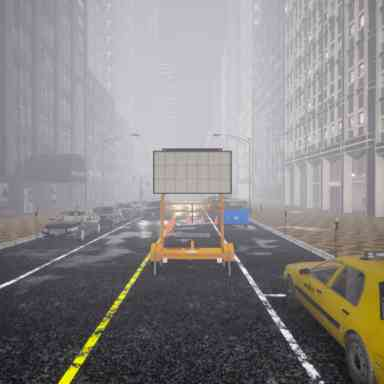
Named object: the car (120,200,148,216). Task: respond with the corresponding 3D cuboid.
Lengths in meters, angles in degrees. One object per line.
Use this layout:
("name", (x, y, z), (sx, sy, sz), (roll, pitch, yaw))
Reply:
("car", (-5.714, 1.543, 33.257), (2.008, 1.369, 4.403), (-1, 0, 0))

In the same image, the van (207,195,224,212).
("van", (2.663, 1.332, 38.945), (1.690, 1.788, 3.998), (-1, 0, 0))

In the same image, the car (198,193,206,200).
("car", (2.639, 1.291, 90.098), (2.192, 1.841, 5.009), (-1, 0, 0))

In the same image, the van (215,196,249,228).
("van", (2.671, 1.336, 21.894), (1.690, 1.788, 3.998), (-1, 0, 0))

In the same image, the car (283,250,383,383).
("car", (2.680, 1.524, 5.013), (1.752, 1.417, 4.829), (-1, 0, 0))

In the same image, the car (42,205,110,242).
("car", (-5.705, 1.547, 16.206), (2.008, 1.369, 4.403), (-1, 0, 0))

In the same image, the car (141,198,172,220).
("car", (-3.012, 1.498, 28.221), (1.837, 1.490, 4.892), (0, 0, 0))

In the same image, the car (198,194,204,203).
("car", (2.654, 1.536, 61.679), (2.008, 1.369, 4.403), (-1, 0, 0))

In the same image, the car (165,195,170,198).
("car", (-5.726, 1.536, 61.675), (2.008, 1.369, 4.403), (-1, 0, 0))

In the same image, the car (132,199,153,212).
("car", (-5.716, 1.573, 38.941), (1.802, 1.307, 4.206), (-1, 0, 0))

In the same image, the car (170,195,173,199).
("car", (-5.731, 1.564, 73.043), (1.802, 1.307, 4.206), (-1, 0, 0))

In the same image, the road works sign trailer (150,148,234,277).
("road works sign trailer", (0.011, 0.462, 10.259), (2.380, 3.560, 2.880), (0, 0, 0))

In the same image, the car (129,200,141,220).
("car", (-5.710, 1.538, 27.574), (1.887, 1.381, 4.507), (-1, 0, 0))

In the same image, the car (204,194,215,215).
("car", (2.665, 1.307, 33.261), (2.192, 1.841, 5.009), (-1, 0, 0))

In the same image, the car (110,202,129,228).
("car", (-5.708, 1.561, 21.890), (1.947, 1.339, 4.313), (-1, 0, 0))

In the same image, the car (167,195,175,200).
("car", (-5.739, 1.502, 89.924), (1.752, 1.417, 4.829), (-1, 0, 0))

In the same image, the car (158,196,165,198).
("car", (-5.721, 1.539, 50.308), (2.008, 1.369, 4.403), (-1, 0, 0))
